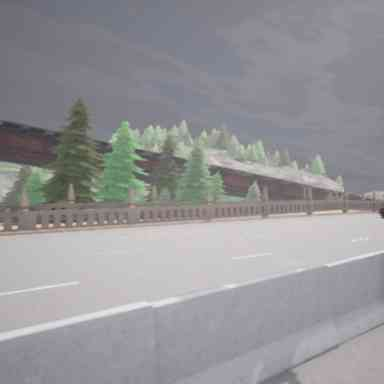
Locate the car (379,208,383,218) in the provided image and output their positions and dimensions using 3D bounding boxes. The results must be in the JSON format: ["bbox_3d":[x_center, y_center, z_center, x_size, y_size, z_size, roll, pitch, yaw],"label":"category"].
[{"bbox_3d":[19.159,1.731,30.551,4.718,1.301,1.895,0,0,-35],"label":"car"}]
